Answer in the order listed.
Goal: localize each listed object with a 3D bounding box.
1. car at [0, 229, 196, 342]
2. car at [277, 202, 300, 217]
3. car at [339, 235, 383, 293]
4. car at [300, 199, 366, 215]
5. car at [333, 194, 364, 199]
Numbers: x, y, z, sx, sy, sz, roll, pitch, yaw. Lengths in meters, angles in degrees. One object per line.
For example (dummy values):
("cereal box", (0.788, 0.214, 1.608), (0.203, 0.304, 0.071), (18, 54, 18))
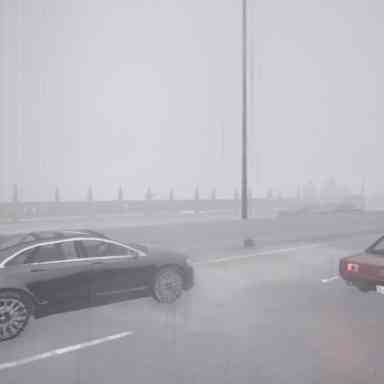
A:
("car", (-2.176, 1.492, 6.494), (4.902, 1.511, 2.128), (0, 0, -35))
("car", (9.516, 1.563, 27.973), (5.357, 1.411, 2.033), (0, 0, -35))
("car", (5.516, 1.601, 7.680), (4.718, 1.301, 1.895), (0, 0, -35))
("car", (10.456, 1.491, 24.342), (5.008, 1.535, 1.882), (0, 0, -35))
("car", (17.658, 1.262, 38.054), (5.566, 2.045, 2.150), (0, 0, -35))
